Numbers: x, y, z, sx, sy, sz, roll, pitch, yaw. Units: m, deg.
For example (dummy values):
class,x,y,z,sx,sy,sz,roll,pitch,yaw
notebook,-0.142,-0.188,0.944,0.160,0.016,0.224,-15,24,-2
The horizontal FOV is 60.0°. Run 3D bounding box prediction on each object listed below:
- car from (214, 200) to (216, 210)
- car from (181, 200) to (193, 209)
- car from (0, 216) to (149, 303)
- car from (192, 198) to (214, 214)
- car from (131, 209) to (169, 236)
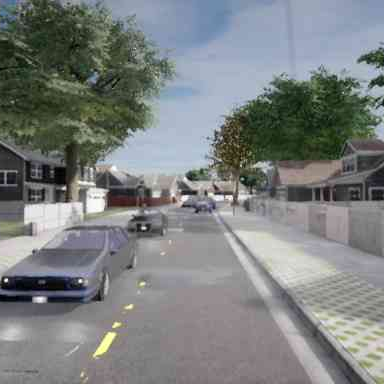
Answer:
class,x,y,z,sx,sy,sz,roll,pitch,yaw
car,2.414,1.612,48.747,2.097,1.767,4.553,0,0,7
car,-0.420,1.832,49.902,1.994,1.385,4.181,0,0,7
car,-2.684,1.599,8.741,2.033,1.411,5.357,0,0,2
car,1.402,1.740,38.979,1.812,1.442,4.674,0,0,4
car,-2.424,1.673,18.877,1.994,1.385,4.181,0,0,1
